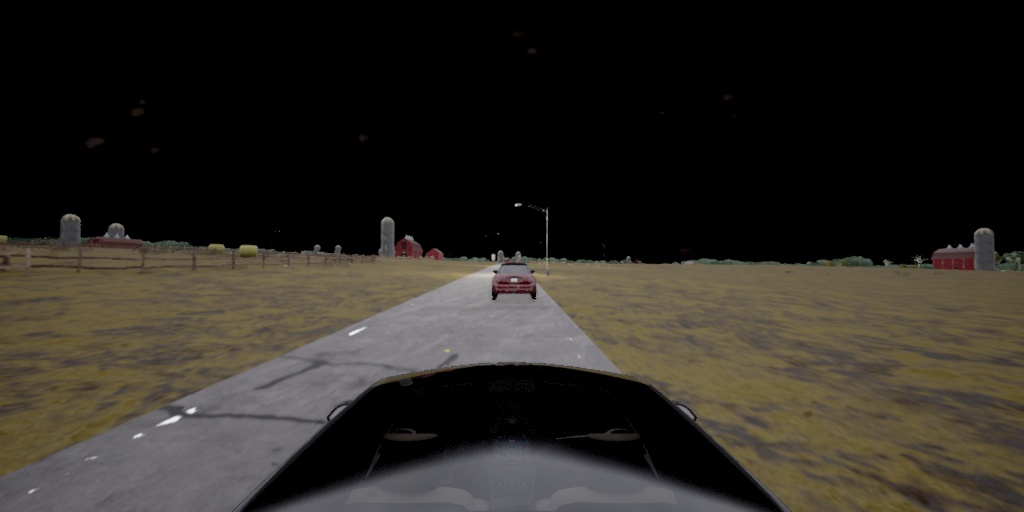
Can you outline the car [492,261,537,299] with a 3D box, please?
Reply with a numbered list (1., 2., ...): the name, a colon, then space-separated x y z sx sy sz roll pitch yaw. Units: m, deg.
1. car: 0.100 1.115 18.318 2.097 1.767 4.553 0 0 0
